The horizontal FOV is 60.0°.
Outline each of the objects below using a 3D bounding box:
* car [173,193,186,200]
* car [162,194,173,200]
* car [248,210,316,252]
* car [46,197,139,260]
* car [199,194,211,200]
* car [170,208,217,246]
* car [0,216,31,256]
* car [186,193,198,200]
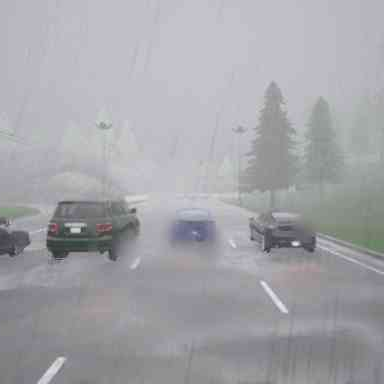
[{"bbox_3d":[-3.482,1.489,90.994,1.895,1.301,4.718,0,0,2],"label":"car"},{"bbox_3d":[-6.981,1.419,91.054,1.812,1.442,4.674,0,0,2],"label":"car"},{"bbox_3d":[3.568,1.491,13.793,1.837,1.490,4.892,0,1,0],"label":"car"},{"bbox_3d":[-3.439,1.209,12.568,2.150,2.045,5.566,0,0,0],"label":"car"},{"bbox_3d":[3.508,1.492,90.421,1.895,1.301,4.718,0,0,2],"label":"car"},{"bbox_3d":[0.074,1.460,15.238,1.882,1.535,5.008,0,0,0],"label":"car"},{"bbox_3d":[-6.960,1.536,9.969,2.033,1.411,5.357,0,0,1],"label":"car"},{"bbox_3d":[0.008,1.491,90.393,1.895,1.301,4.718,0,0,2],"label":"car"}]
